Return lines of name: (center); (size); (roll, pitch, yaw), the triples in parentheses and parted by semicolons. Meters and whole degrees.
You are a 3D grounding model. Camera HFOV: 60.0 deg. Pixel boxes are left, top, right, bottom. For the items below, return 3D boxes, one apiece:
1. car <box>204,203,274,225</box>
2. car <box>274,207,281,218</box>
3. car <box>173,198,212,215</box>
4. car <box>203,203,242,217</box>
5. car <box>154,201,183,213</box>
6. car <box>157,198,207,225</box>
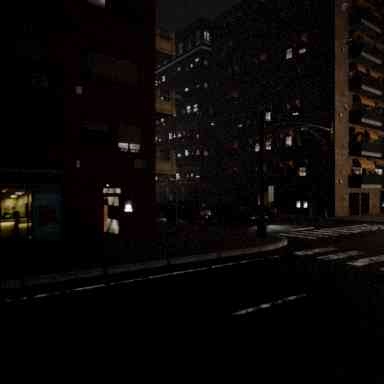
car: (3.580, 1.779, 26.346); (2.033, 1.411, 5.357); (0, -1, -34)
car: (6.605, 1.844, 32.151); (1.802, 1.307, 4.206); (-1, 0, -36)
car: (0.010, 1.718, 41.128); (2.192, 1.841, 5.009); (-1, 0, -36)
car: (3.310, 1.898, 36.639); (1.947, 1.339, 4.313); (-1, 0, -36)
car: (-3.280, 2.025, 45.615); (2.008, 1.369, 4.403); (-1, 0, -36)
car: (-0.390, 1.586, 27.061); (2.192, 1.841, 5.009); (-1, 0, -36)
